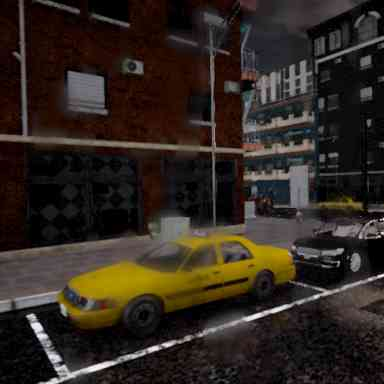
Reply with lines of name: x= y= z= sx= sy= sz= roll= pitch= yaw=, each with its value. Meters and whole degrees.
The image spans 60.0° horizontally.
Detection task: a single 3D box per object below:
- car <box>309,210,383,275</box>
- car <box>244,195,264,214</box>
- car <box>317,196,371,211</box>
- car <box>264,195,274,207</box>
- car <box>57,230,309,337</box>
car: x=4.768 y=1.422 z=9.869 sx=4.403 sy=1.369 sz=2.008 roll=-1 pitch=0 yaw=-35
car: x=4.205 y=1.268 z=30.875 sx=1.967 sy=1.590 sz=4.097 roll=-2 pitch=1 yaw=-35
car: x=14.146 y=1.104 z=31.298 sx=1.752 sy=1.417 sz=4.829 roll=-2 pitch=1 yaw=-35
car: x=7.882 y=1.045 z=40.216 sx=1.967 sy=1.590 sz=4.097 roll=-2 pitch=1 yaw=-35
car: x=-0.013 y=1.475 z=6.525 sx=4.829 sy=1.417 sz=1.752 roll=-1 pitch=0 yaw=-35
